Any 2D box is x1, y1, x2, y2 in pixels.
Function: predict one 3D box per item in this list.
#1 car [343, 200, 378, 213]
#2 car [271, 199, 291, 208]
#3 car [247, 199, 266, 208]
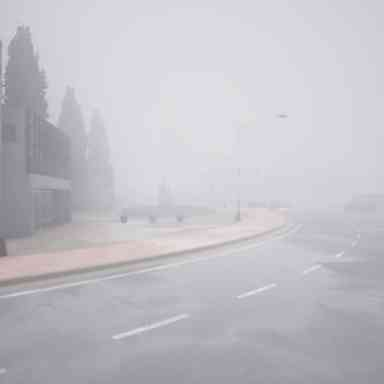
[{"bbox_3d":[19.021,1.601,37.872,2.128,1.511,4.902,0,0,-3],"label":"car"},{"bbox_3d":[13.687,1.765,51.316,1.994,1.385,4.181,0,0,-8],"label":"car"},{"bbox_3d":[10.055,1.816,52.106,1.994,1.385,4.181,0,0,-8],"label":"car"}]
